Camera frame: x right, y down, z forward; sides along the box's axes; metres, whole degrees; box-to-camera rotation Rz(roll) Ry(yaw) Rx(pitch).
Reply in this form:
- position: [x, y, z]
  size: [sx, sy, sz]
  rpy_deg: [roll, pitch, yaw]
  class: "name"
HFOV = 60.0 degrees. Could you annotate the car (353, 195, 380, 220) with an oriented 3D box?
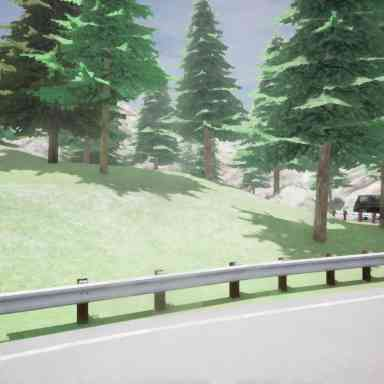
- position: [15.134, 1.237, 25.556]
  size: [2.150, 2.045, 5.566]
  rpy_deg: [0, 0, -21]
  class: "car"
